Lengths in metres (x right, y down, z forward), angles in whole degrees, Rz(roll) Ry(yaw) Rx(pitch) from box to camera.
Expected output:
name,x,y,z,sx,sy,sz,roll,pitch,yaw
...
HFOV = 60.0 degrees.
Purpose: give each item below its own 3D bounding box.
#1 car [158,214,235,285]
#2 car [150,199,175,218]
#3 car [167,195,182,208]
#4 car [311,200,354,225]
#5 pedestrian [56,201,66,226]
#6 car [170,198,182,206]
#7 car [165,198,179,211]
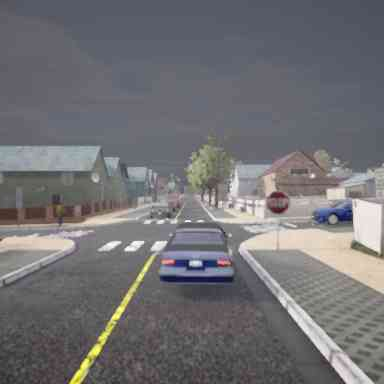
name,x,y,z,sx,sy,sz,roll,pitch,yaw
car,0.221,1.594,9.658,2.033,1.411,5.357,0,0,3
car,-2.884,1.672,32.044,1.812,1.442,4.674,0,0,0
car,-2.935,1.448,50.912,2.150,2.045,5.566,0,0,0
car,10.377,1.287,21.748,5.008,1.535,1.882,-2,-1,-2
pedestrian,-9.730,1.572,24.544,0.375,1.860,0.375,0,0,0
car,-2.906,1.868,60.950,1.895,1.301,4.718,0,0,0
car,-2.910,1.786,41.099,1.895,1.301,4.718,0,0,0
